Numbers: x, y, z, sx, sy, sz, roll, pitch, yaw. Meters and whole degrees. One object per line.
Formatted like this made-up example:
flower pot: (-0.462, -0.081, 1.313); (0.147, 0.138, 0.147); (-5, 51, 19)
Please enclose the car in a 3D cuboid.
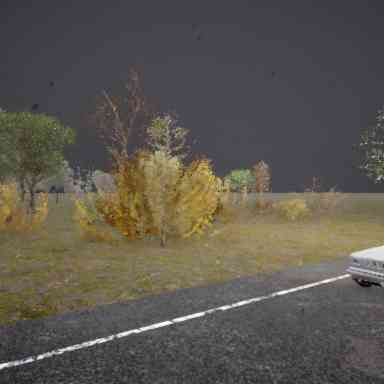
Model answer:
car: (5.805, 1.599, 8.028); (4.718, 1.301, 1.895); (0, 0, -35)
